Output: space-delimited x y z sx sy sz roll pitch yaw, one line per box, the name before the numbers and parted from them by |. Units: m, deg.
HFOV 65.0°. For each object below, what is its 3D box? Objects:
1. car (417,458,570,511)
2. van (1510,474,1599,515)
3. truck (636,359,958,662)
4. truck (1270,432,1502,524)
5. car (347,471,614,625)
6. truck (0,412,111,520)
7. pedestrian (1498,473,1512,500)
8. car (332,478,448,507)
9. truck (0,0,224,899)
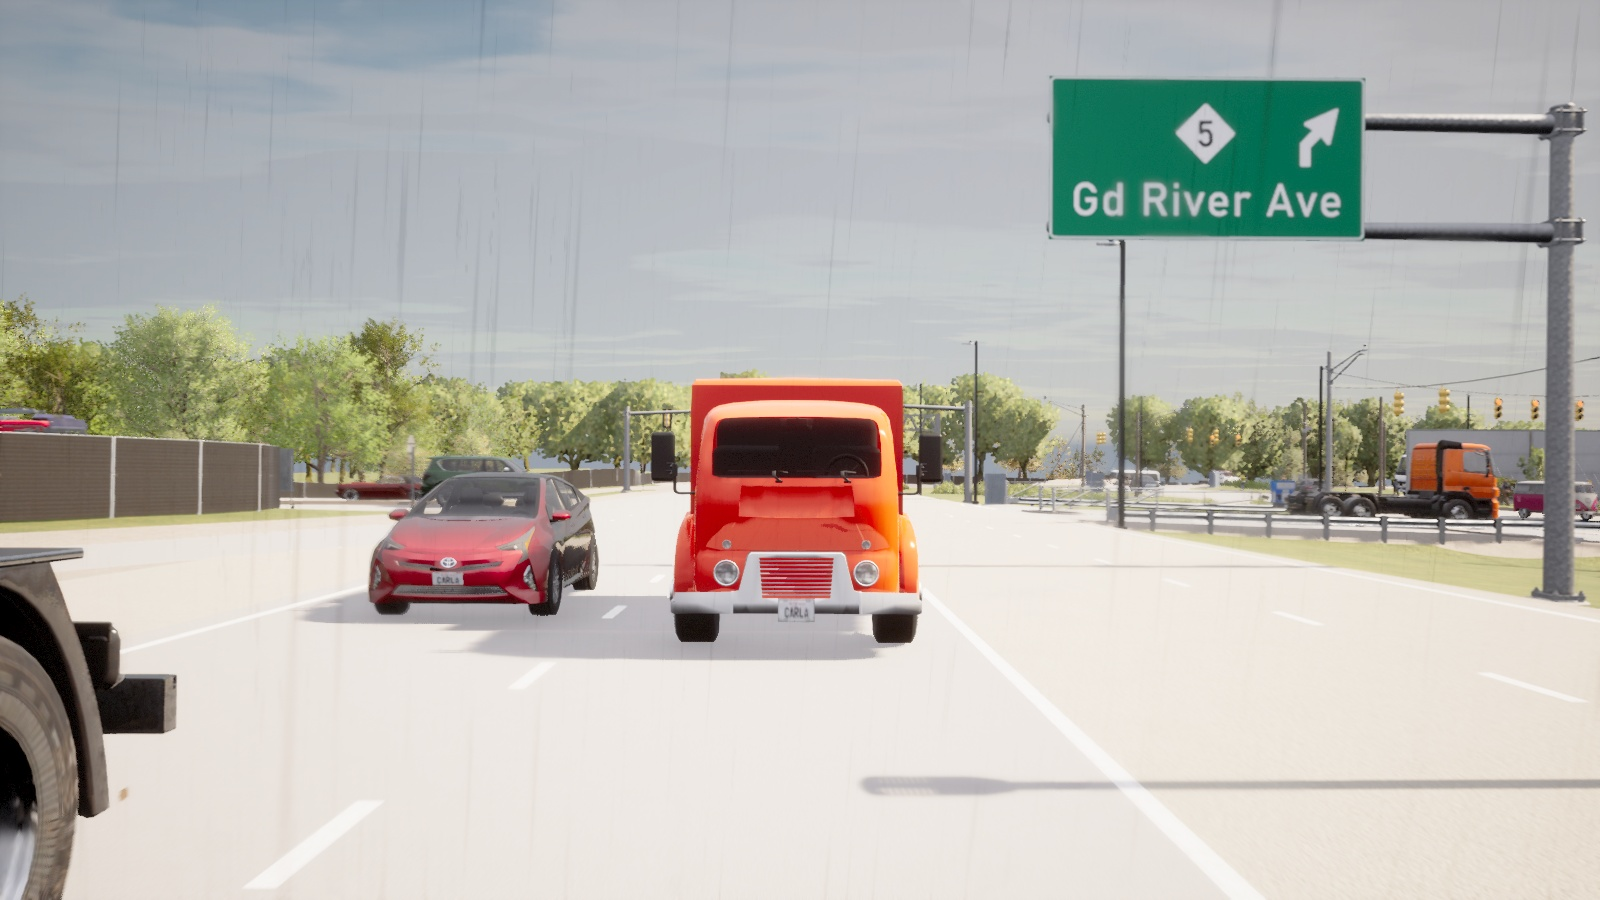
car | -12.176 1.355 50.124 5.566 2.045 2.150 0 -1 1
van | 38.979 2.273 64.715 1.775 1.987 4.442 0 -1 -9
truck | -0.033 0.540 12.886 2.627 2.467 5.204 0 -1 0
truck | 23.383 1.123 50.379 7.936 3.462 2.891 1 -1 -1
car | -3.535 1.018 14.844 2.007 1.525 4.514 0 -1 0
truck | -30.570 0.639 46.475 8.468 3.827 2.891 -1 0 -1
pedestrian | 47.510 2.456 84.635 0.540 1.848 0.694 0 0 1
car | -18.842 1.956 57.857 4.718 1.301 1.895 0 -1 0
truck | -3.505 -0.144 0.528 2.891 3.462 7.936 0 -1 0
